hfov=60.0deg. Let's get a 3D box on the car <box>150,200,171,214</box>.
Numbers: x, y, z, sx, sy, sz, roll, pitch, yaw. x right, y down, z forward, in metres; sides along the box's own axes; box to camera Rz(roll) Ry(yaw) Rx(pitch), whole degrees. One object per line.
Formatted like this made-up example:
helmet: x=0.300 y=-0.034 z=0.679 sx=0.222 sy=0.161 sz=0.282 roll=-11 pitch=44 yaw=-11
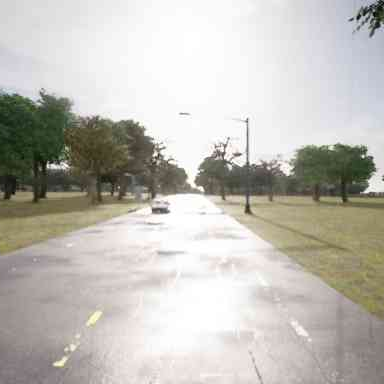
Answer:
car: x=-3.290 y=1.564 z=36.073 sx=2.033 sy=1.411 sz=5.357 roll=0 pitch=0 yaw=1
